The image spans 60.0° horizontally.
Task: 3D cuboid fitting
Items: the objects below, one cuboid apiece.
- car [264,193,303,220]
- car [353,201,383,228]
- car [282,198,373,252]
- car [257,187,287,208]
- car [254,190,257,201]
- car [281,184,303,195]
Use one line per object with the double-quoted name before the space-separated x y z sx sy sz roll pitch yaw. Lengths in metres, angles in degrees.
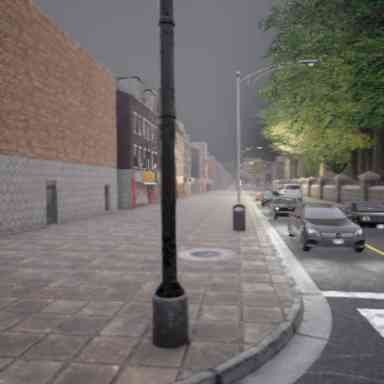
"car" 5.961 0.981 21.283 1.895 1.301 4.718 0 1 8
"car" 8.196 1.090 16.091 1.895 1.301 4.718 0 1 8
"car" 4.666 1.151 12.200 1.812 1.442 4.674 0 1 8
"car" 7.415 0.588 31.283 1.882 1.535 5.008 0 1 9
"car" 8.891 0.195 41.304 2.097 1.767 4.553 0 1 8
"car" 11.408 0.100 38.771 2.150 2.045 5.566 0 1 8
